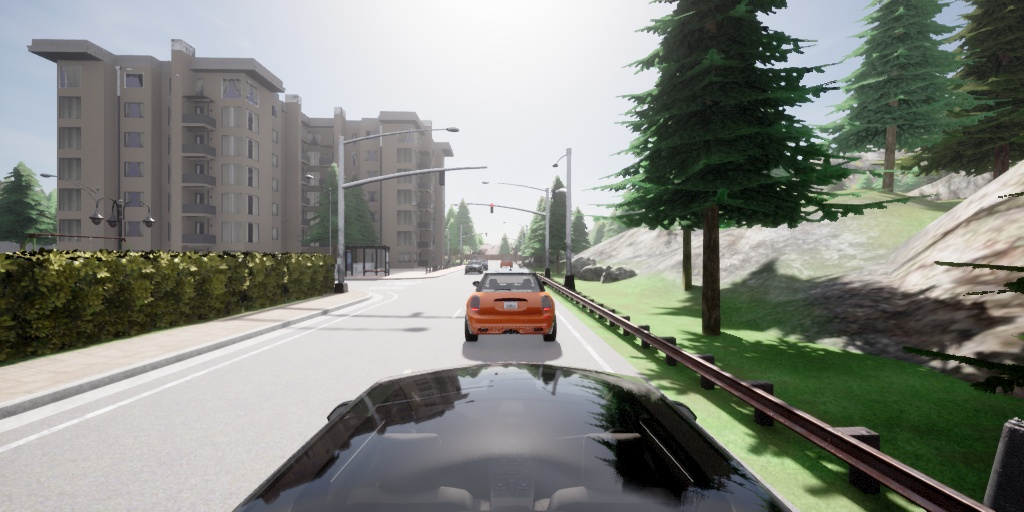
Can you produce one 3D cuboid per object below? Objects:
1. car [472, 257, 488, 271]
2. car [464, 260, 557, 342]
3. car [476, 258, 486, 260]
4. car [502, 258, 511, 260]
[{"bbox_3d":[-4.448,1.102,50.672,2.097,1.767,4.553,0,0,-2],"label":"car"},{"bbox_3d":[-0.052,1.102,9.975,2.097,1.767,4.553,0,0,-1],"label":"car"},{"bbox_3d":[-4.265,1.255,40.761,1.837,1.490,4.892,0,0,-1],"label":"car"},{"bbox_3d":[-0.926,1.102,61.232,2.097,1.767,4.553,0,0,-1],"label":"car"}]
